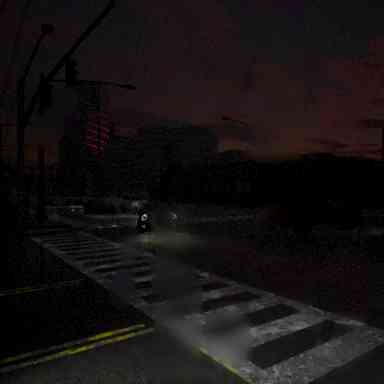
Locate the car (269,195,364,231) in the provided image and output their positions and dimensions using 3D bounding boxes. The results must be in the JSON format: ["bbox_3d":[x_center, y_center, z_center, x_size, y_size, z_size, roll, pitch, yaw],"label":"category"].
[{"bbox_3d":[7.630,1.220,20.736,5.566,2.045,2.150,0,1,26],"label":"car"}]

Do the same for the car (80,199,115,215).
[{"bbox_3d":[-9.404,1.477,33.794,1.882,1.535,5.008,0,0,-36],"label":"car"}]

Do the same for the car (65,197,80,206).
[{"bbox_3d":[-18.808,1.565,53.057,1.994,1.385,4.181,0,0,-35],"label":"car"}]

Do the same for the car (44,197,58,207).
[{"bbox_3d":[-22.484,1.507,52.204,1.837,1.490,4.892,0,-1,-35],"label":"car"}]

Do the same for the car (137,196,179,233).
[{"bbox_3d":[-1.978,1.351,19.658,2.097,1.767,4.553,0,0,-7],"label":"car"}]

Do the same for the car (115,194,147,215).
[{"bbox_3d":[-5.646,1.220,34.564,2.150,2.045,5.566,0,0,-36],"label":"car"}]
